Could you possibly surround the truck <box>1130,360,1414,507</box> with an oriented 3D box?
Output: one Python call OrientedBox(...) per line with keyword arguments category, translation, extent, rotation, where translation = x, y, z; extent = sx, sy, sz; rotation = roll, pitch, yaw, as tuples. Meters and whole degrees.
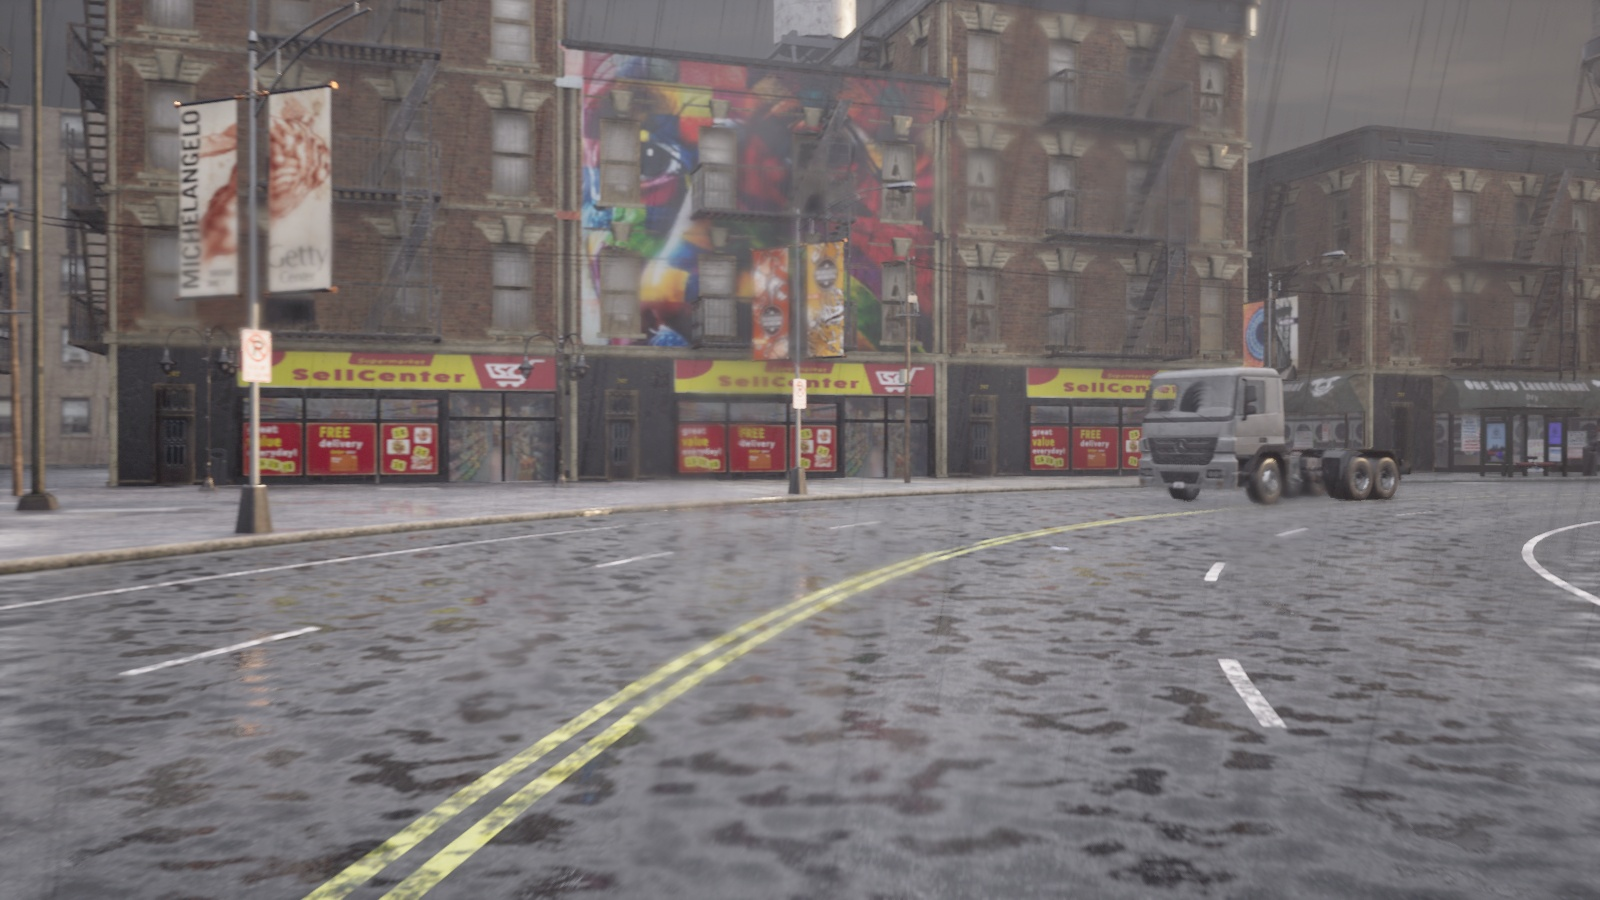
OrientedBox(category="truck", translation=(12.469, -0.399, 32.865), extent=(7.936, 3.462, 2.891), rotation=(0, 0, -34))
